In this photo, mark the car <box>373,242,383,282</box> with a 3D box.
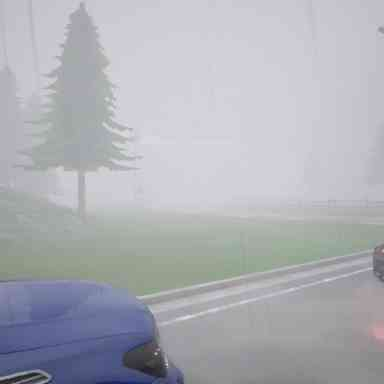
[{"bbox_3d":[6.434,1.504,8.362,4.892,1.490,1.837,0,0,-35],"label":"car"}]

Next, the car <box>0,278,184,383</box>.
[{"bbox_3d":[-2.716,1.218,1.810,5.566,2.045,2.150,1,0,-35],"label":"car"}]
